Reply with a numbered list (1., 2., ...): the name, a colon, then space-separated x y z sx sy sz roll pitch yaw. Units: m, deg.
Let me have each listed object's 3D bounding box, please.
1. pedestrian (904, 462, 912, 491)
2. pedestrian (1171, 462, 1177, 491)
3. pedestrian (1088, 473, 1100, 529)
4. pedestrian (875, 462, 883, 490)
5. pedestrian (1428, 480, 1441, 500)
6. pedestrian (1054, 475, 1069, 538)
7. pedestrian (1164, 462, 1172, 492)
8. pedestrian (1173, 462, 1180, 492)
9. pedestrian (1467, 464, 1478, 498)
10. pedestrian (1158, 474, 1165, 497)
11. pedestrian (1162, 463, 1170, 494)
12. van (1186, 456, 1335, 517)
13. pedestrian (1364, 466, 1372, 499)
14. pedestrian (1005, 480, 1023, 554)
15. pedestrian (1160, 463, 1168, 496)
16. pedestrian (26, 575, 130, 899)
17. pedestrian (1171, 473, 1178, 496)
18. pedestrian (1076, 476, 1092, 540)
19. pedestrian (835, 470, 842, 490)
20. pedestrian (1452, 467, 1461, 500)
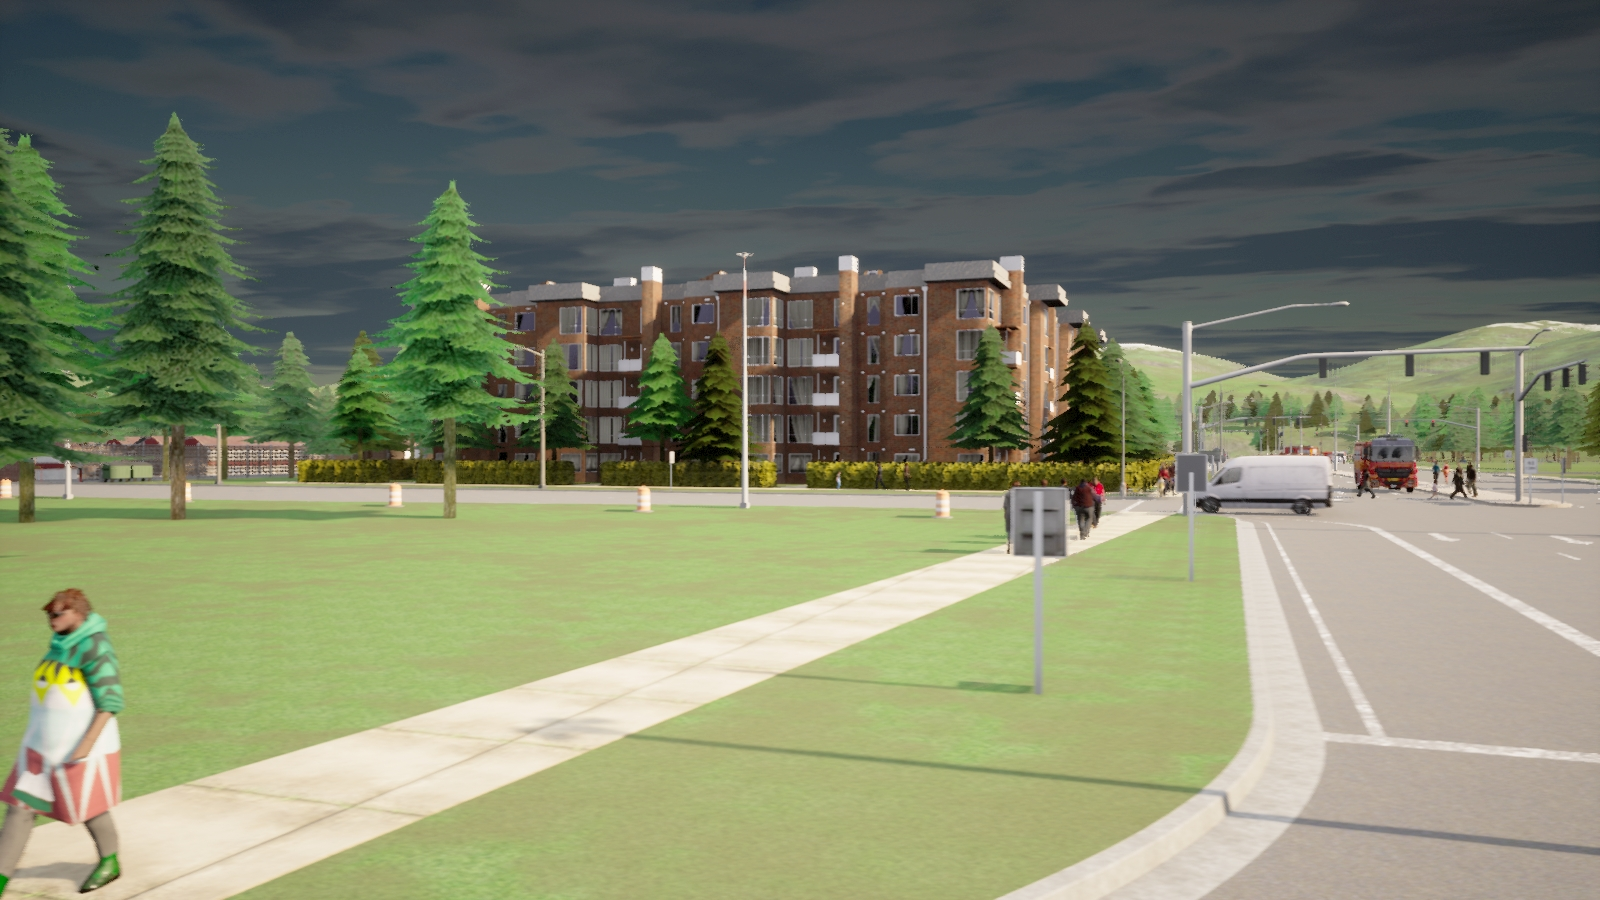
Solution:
1. pedestrian: 7.034 1.703 74.309 0.375 1.860 0.375 0 0 24
2. pedestrian: 23.945 1.697 73.220 0.375 1.860 0.375 0 0 18
3. pedestrian: 9.855 1.698 38.280 0.375 1.860 0.375 0 0 15
4. pedestrian: 5.197 1.703 74.987 0.375 1.860 0.375 0 0 24
5. pedestrian: 35.532 2.225 63.999 0.500 1.100 0.500 0 0 15
6. pedestrian: 7.865 1.698 34.361 0.375 1.860 0.375 0 0 24
7. pedestrian: 22.950 1.696 71.196 0.375 1.860 0.375 0 0 38
8. pedestrian: 23.684 1.699 71.898 0.375 1.860 0.375 0 0 19
9. pedestrian: 37.071 1.692 62.981 0.375 1.860 0.375 0 0 9
10. pedestrian: 20.279 1.987 64.115 0.375 1.300 0.375 0 0 23
11. pedestrian: 21.754 1.697 67.891 0.375 1.860 0.375 0 0 10
12. van: 20.099 1.534 50.116 5.915 2.561 1.988 0 0 20
13. pedestrian: 32.701 1.861 65.775 0.375 1.860 0.375 0 0 21
14. pedestrian: 5.432 1.698 29.028 0.375 1.860 0.375 0 0 25
15. pedestrian: 20.904 1.697 65.608 0.375 1.860 0.375 0 0 20
16. pedestrian: -4.293 1.700 6.804 0.375 1.860 0.375 0 0 23
17. pedestrian: 21.593 1.979 65.867 0.375 1.300 0.375 0 0 11
18. pedestrian: 8.361 1.698 33.651 0.375 1.860 0.375 0 0 26
19. pedestrian: 2.535 1.984 75.827 0.375 1.300 0.375 0 0 21
20. pedestrian: 36.623 1.855 63.731 0.375 1.860 0.375 0 0 14
